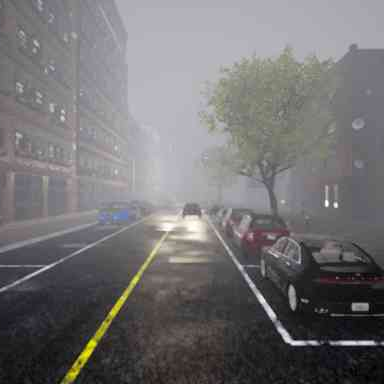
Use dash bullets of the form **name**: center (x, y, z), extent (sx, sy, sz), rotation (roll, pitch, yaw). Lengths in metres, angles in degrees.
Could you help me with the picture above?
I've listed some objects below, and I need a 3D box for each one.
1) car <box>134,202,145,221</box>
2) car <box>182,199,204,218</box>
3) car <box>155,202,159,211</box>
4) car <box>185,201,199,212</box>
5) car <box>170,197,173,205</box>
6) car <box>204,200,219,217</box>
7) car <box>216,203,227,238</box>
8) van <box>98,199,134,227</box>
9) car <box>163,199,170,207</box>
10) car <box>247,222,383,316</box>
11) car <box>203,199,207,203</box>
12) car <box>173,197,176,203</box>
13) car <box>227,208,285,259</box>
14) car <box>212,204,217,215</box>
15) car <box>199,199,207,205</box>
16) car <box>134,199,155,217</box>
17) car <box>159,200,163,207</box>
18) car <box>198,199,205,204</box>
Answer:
- **car**: center (-5.696, 1.880, 30.287), extent (1.802, 1.307, 4.206), rotation (0, -1, 0)
- **car**: center (-0.005, 1.817, 34.290), extent (1.882, 1.535, 5.008), rotation (0, -1, 0)
- **car**: center (-5.698, 1.984, 41.681), extent (1.947, 1.339, 4.313), rotation (0, -1, 0)
- **car**: center (0.011, 1.994, 46.322), extent (1.812, 1.442, 4.674), rotation (0, 0, 0)
- **car**: center (-5.702, 2.276, 70.163), extent (1.887, 1.381, 4.507), rotation (0, -1, 0)
- **car**: center (2.683, 1.908, 35.983), extent (2.008, 1.369, 4.403), rotation (0, -1, 0)
- **car**: center (2.686, 1.625, 18.894), extent (1.967, 1.590, 4.097), rotation (0, -1, 0)
- **van**: center (-5.696, 1.582, 24.593), extent (1.690, 1.788, 3.998), rotation (0, -1, 0)
- **car**: center (-5.702, 2.191, 64.297), extent (1.752, 1.417, 4.829), rotation (0, -1, 0)
- **car**: center (2.688, 1.625, 7.501), extent (2.008, 1.369, 4.403), rotation (0, -1, 0)
- **car**: center (2.682, 1.858, 41.681), extent (1.967, 1.590, 4.097), rotation (0, -1, 0)
- **car**: center (-5.704, 2.428, 81.555), extent (1.947, 1.339, 4.313), rotation (0, -1, 0)
- **car**: center (2.687, 1.569, 13.199), extent (1.967, 1.590, 4.097), rotation (0, -1, 0)
- **car**: center (2.685, 1.823, 24.591), extent (1.802, 1.307, 4.206), rotation (0, -1, 0)
- **car**: center (2.676, 2.407, 81.553), extent (1.887, 1.381, 4.507), rotation (0, -1, 0)
- **car**: center (-5.698, 1.672, 35.986), extent (2.192, 1.841, 5.009), rotation (0, -1, 0)
- **car**: center (-5.699, 2.030, 47.376), extent (2.008, 1.369, 4.403), rotation (0, -1, 0)
- **car**: center (2.674, 2.581, 92.946), extent (1.802, 1.307, 4.206), rotation (0, -1, 0)
